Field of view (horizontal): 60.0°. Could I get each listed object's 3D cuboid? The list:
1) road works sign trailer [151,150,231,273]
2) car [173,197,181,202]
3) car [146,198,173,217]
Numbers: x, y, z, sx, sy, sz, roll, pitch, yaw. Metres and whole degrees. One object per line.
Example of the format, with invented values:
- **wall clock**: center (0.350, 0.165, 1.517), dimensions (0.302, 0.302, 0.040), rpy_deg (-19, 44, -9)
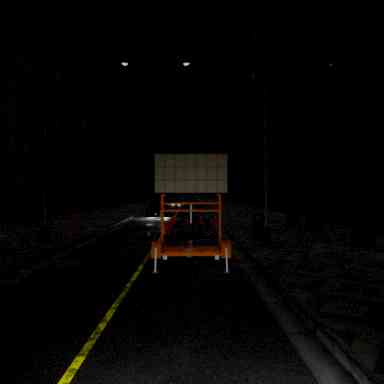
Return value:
- **road works sign trailer**: center (-0.029, 0.467, 10.668), dimensions (2.380, 3.560, 2.880), rpy_deg (0, 0, 0)
- **car**: center (-3.203, 1.662, 66.333), dimensions (1.994, 1.385, 4.181), rpy_deg (0, 0, 0)
- **car**: center (-3.195, 1.567, 31.861), dimensions (2.033, 1.411, 5.357), rpy_deg (0, 0, 0)
